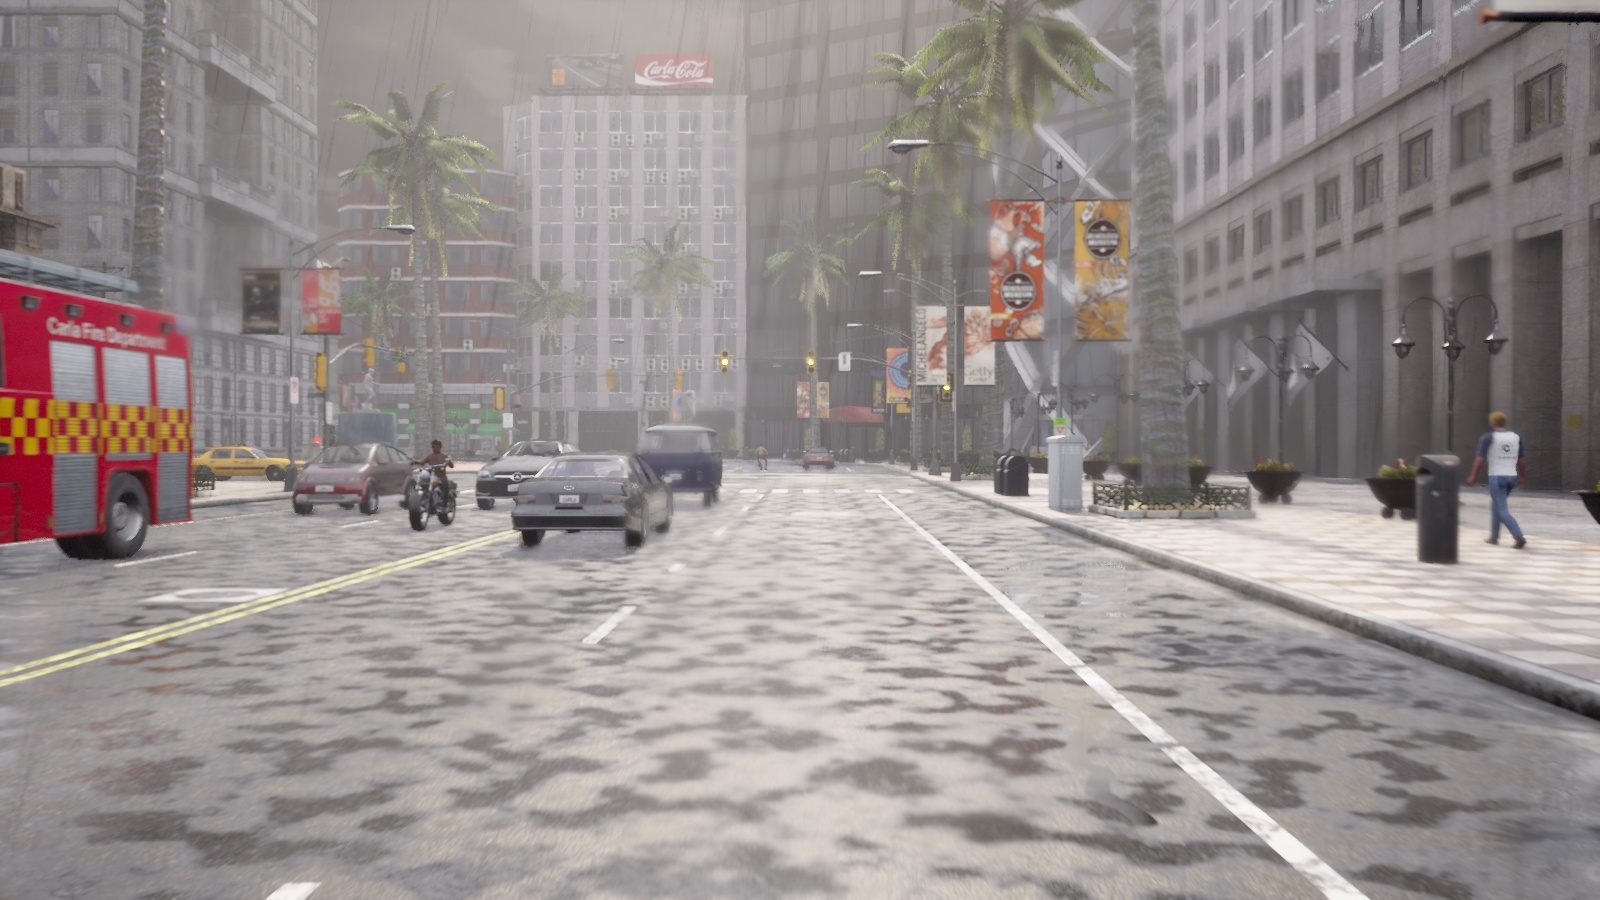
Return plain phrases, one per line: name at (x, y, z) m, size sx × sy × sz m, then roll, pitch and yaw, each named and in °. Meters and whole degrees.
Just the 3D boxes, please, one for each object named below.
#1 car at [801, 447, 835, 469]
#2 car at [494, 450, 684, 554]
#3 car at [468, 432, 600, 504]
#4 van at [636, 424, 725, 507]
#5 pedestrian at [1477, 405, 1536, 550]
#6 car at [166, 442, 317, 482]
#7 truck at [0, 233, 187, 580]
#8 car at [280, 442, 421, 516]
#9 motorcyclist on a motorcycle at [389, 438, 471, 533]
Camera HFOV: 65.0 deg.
car at (1.172, 0.498, 82.813) m, size 1.994 × 1.385 × 4.181 m, roll 0°, pitch 0°, yaw -2°
car at (-3.166, 0.716, 19.997) m, size 2.033 × 1.411 × 5.357 m, roll 0°, pitch 0°, yaw 1°
car at (-6.485, 0.401, 31.274) m, size 2.152 × 1.651 × 5.027 m, roll 0°, pitch 0°, yaw 1°
van at (-2.966, 0.372, 32.025) m, size 1.775 × 1.987 × 4.442 m, roll 0°, pitch 0°, yaw 1°
pedestrian at (9.143, 0.349, 16.262) m, size 0.354 × 1.836 × 0.706 m, roll 0°, pitch 0°, yaw -2°
car at (-22.756, 0.472, 51.292) m, size 5.366 × 1.575 × 1.801 m, roll 0°, pitch 0°, yaw 2°
truck at (-10.278, -0.479, 13.779) m, size 2.891 × 3.827 × 8.468 m, roll 0°, pitch 0°, yaw 1°
car at (-10.028, 0.610, 28.275) m, size 1.789 × 1.549 × 3.705 m, roll 0°, pitch 0°, yaw 1°
motorcyclist on a motorcycle at (-6.704, 0.605, 22.875) m, size 0.766 × 1.649 × 2.350 m, roll 0°, pitch 0°, yaw 1°
